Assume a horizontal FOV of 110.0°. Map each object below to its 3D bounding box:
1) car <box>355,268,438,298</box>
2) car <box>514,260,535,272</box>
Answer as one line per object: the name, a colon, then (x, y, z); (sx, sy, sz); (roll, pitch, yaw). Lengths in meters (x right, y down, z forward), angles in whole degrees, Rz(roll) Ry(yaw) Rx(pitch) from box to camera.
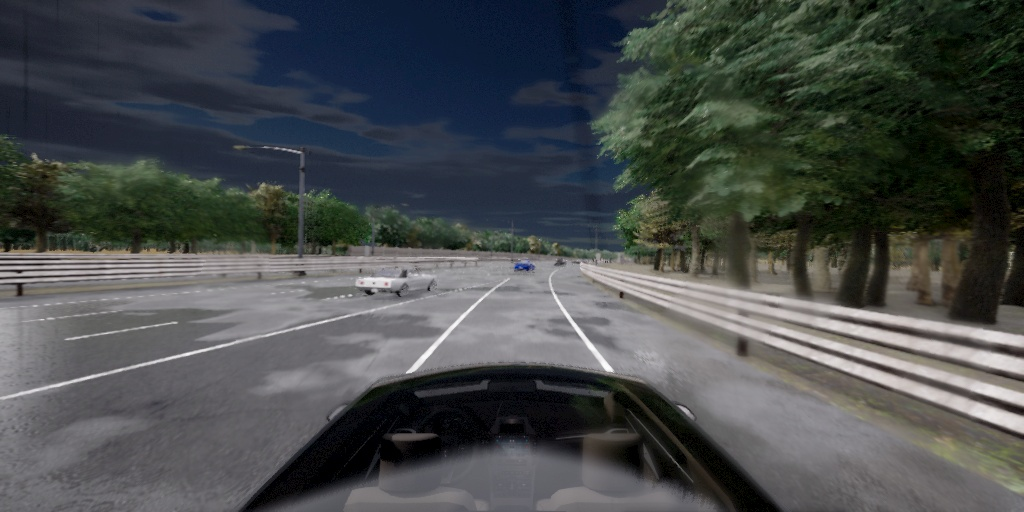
car: (-5.419, 1.228, 17.674); (1.895, 1.301, 4.718); (1, 0, 14)
car: (1.686, 1.223, 45.423); (1.882, 1.535, 5.008); (1, 0, 15)
